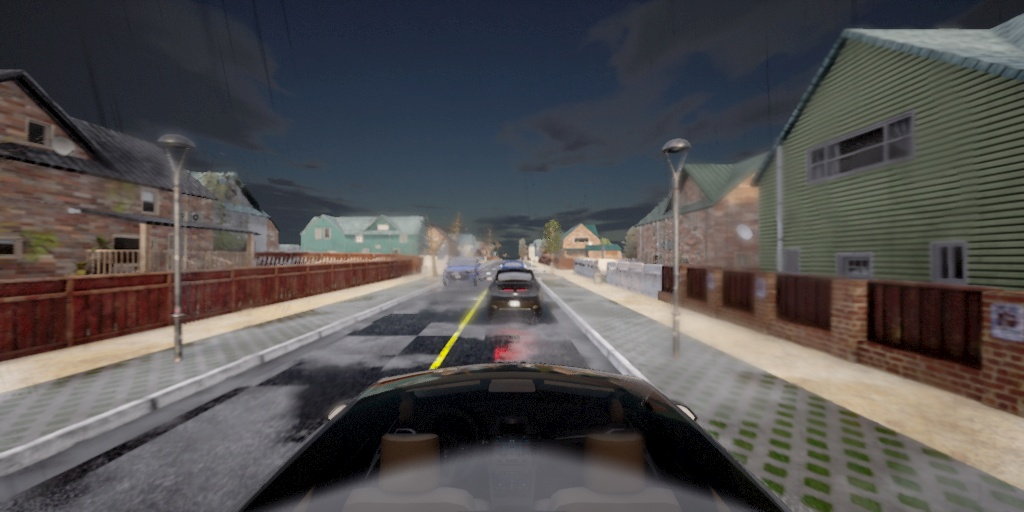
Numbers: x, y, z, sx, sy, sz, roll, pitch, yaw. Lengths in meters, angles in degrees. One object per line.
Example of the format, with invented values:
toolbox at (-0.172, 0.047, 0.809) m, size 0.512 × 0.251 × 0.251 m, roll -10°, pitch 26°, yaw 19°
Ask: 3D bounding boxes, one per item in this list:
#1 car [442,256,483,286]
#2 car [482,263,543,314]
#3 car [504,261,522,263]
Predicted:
car at (-2.754, 0.776, 20.860) m, size 1.882 × 1.535 × 5.008 m, roll 0°, pitch 0°, yaw 0°
car at (0.098, 1.189, 13.273) m, size 1.837 × 1.490 × 4.892 m, roll 0°, pitch 0°, yaw 0°
car at (0.094, 1.093, 27.104) m, size 1.882 × 1.535 × 5.008 m, roll 0°, pitch 0°, yaw 0°
